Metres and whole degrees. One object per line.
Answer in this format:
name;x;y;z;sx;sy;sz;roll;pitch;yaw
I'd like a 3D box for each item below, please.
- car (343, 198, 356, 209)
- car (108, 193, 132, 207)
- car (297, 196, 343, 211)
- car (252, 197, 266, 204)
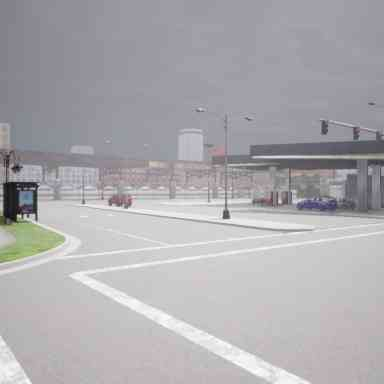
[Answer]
car;18.580;1.456;42.226;1.970;1.475;3.806;0;0;-35
car;-11.263;1.221;52.035;2.150;2.045;5.566;0;0;-35
car;14.306;1.295;38.312;2.242;1.667;4.611;0;0;-35
car;12.608;1.601;61.370;1.895;1.301;4.718;0;0;29
